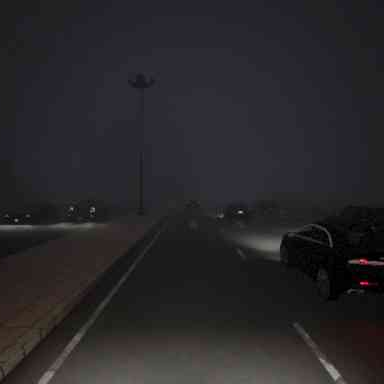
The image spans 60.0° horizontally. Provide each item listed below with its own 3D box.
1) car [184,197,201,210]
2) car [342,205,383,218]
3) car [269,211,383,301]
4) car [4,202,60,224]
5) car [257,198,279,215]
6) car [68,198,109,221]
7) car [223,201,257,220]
[{"bbox_3d":[0.104,1.392,40.989,1.812,1.442,4.674,0,0,0],"label":"car"},{"bbox_3d":[7.102,1.307,13.711,2.097,1.767,4.553,0,0,0],"label":"car"},{"bbox_3d":[3.602,1.464,8.234,2.128,1.511,4.902,0,0,0],"label":"car"},{"bbox_3d":[-11.510,1.467,24.476,2.033,1.411,5.357,0,0,0],"label":"car"},{"bbox_3d":[7.102,1.372,32.497,1.882,1.535,5.008,0,0,0],"label":"car"},{"bbox_3d":[-7.998,1.296,26.012,2.097,1.767,4.553,0,0,0],"label":"car"},{"bbox_3d":[3.601,1.476,26.749,1.994,1.385,4.181,0,0,0],"label":"car"}]
